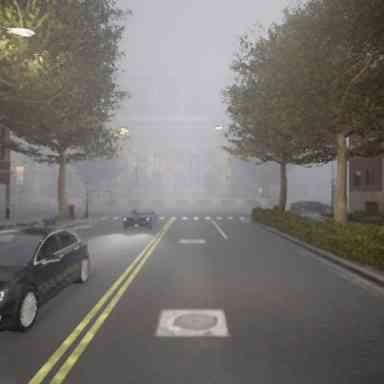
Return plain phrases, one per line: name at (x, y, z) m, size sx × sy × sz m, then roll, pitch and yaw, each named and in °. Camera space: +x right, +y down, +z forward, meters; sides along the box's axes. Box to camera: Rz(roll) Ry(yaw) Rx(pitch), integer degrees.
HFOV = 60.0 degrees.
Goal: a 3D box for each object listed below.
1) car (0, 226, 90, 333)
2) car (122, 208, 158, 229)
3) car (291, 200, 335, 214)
car at (-3.591, 1.548, 6.968) m, size 1.837 × 1.490 × 4.892 m, roll 0°, pitch -1°, yaw 0°
car at (-3.502, 1.803, 23.113) m, size 1.895 × 1.301 × 4.718 m, roll 0°, pitch 0°, yaw 0°
car at (14.014, 1.732, 38.639) m, size 4.892 × 1.490 × 1.837 m, roll 0°, pitch -1°, yaw 0°
